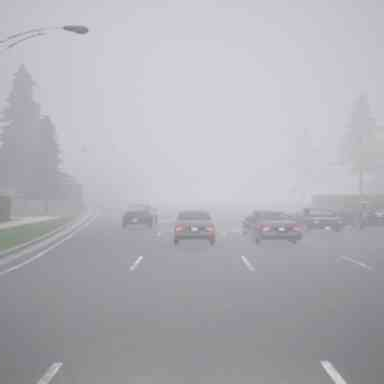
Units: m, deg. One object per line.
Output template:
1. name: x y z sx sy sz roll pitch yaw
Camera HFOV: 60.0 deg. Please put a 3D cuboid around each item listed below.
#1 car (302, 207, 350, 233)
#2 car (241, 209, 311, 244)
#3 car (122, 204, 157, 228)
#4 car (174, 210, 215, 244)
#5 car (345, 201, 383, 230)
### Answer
1. car: 7.100 1.590 19.603 1.895 1.301 4.718 0 0 0
2. car: 3.600 1.539 15.838 2.033 1.411 5.357 0 0 0
3. car: -3.401 1.514 22.167 1.812 1.442 4.674 0 0 0
4. car: 0.100 1.539 15.839 2.033 1.411 5.357 0 0 0
5. car: 10.599 1.341 20.873 2.097 1.767 4.553 0 0 0
